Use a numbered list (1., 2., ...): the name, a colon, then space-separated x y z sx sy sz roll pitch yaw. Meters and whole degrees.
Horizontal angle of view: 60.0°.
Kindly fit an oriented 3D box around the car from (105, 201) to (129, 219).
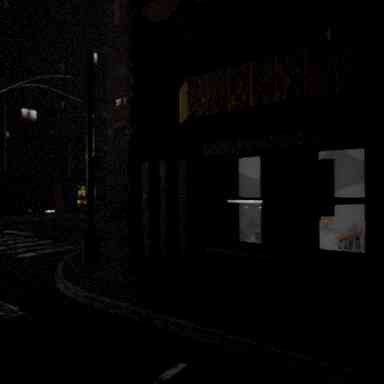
1. car: -5.072 1.366 27.269 1.887 1.381 4.507 0 0 36
